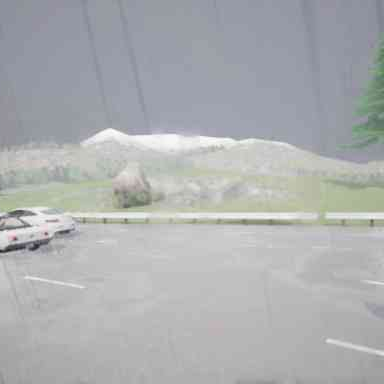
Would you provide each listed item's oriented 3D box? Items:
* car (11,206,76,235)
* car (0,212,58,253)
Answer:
[{"bbox_3d":[-7.770,1.413,15.950,4.674,1.442,1.812,-1,1,23],"label":"car"},{"bbox_3d":[-7.452,1.544,12.069,4.718,1.301,1.895,-1,1,24],"label":"car"}]
